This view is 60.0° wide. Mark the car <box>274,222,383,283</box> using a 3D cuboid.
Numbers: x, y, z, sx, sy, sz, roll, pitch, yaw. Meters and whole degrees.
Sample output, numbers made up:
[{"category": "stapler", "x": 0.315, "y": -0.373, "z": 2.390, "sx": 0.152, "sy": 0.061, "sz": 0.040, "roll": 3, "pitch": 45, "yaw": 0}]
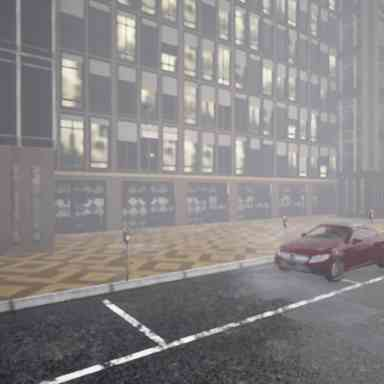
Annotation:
[{"category": "car", "x": 4.209, "y": 1.556, "z": 9.559, "sx": 4.206, "sy": 1.307, "sz": 1.802, "roll": 0, "pitch": 0, "yaw": -35}]
